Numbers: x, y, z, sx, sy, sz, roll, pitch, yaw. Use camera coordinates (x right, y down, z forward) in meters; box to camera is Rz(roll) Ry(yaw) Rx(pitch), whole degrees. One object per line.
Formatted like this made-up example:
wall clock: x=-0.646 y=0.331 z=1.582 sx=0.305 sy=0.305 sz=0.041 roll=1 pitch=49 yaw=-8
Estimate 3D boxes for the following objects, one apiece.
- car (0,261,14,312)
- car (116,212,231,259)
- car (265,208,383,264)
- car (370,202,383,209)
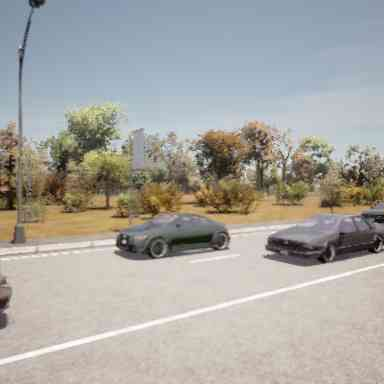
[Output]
car: x=-5.460 y=1.469 z=4.432 sx=5.357 sy=1.411 sz=2.033 roll=0 pitch=1 yaw=-35
car: x=-0.592 y=1.458 z=12.128 sx=4.181 sy=1.385 sz=1.994 roll=0 pitch=1 yaw=-35
car: x=5.028 y=1.485 z=11.804 sx=5.357 sy=1.411 sz=2.033 roll=0 pitch=1 yaw=-35
car: x=12.985 y=1.395 z=21.643 sx=5.008 sy=1.535 sz=1.882 roll=0 pitch=1 yaw=-35
